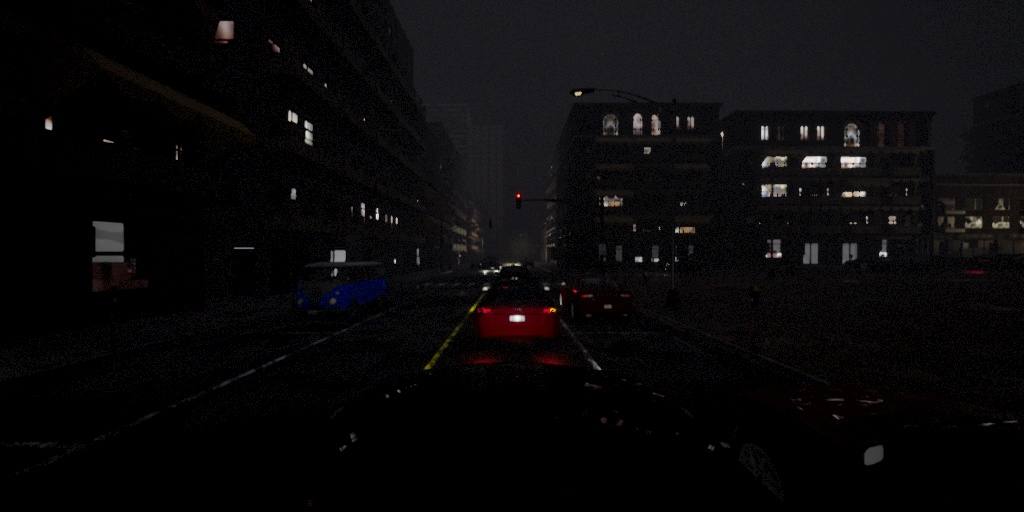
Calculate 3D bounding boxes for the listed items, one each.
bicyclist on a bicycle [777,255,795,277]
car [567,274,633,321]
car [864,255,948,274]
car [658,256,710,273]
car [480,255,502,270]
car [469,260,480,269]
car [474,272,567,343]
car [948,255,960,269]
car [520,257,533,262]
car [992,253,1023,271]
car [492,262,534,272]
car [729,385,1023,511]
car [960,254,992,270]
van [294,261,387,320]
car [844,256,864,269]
[{"bbox_3d":[20.285,0.746,26.584,0.582,1.620,1.656,-1,0,-1],"label":"bicyclist on a bicycle"},{"bbox_3d":[2.705,1.285,12.293,1.888,1.381,4.507,0,0,0],"label":"car"},{"bbox_3d":[32.523,0.775,29.691,4.403,1.370,2.007,0,0,-1],"label":"car"},{"bbox_3d":[16.816,0.771,35.279,4.553,1.767,2.097,-1,1,-1],"label":"car"},{"bbox_3d":[-3.001,0.937,52.104,2.150,2.045,5.566,0,0,0],"label":"car"},{"bbox_3d":[-5.602,1.265,55.783,2.007,1.370,4.403,0,0,0],"label":"car"},{"bbox_3d":[0.113,1.306,9.685,1.994,1.385,4.181,0,0,0],"label":"car"},{"bbox_3d":[42.334,0.566,35.560,5.357,1.411,2.033,-1,1,0],"label":"car"},{"bbox_3d":[2.787,1.154,61.292,1.967,1.591,4.097,0,0,0],"label":"car"},{"bbox_3d":[43.660,0.601,29.830,4.403,1.370,2.007,0,0,-1],"label":"car"},{"bbox_3d":[0.127,1.239,18.557,1.837,1.490,4.892,0,0,0],"label":"car"},{"bbox_3d":[2.687,1.295,1.242,1.888,1.381,4.507,0,0,0],"label":"car"},{"bbox_3d":[44.445,0.519,32.478,4.892,1.490,1.837,-1,1,0],"label":"car"},{"bbox_3d":[-5.675,1.080,12.308,1.690,1.789,3.998,0,0,0],"label":"van"},{"bbox_3d":[37.988,0.628,38.140,4.313,1.339,1.948,0,0,-1],"label":"car"}]
